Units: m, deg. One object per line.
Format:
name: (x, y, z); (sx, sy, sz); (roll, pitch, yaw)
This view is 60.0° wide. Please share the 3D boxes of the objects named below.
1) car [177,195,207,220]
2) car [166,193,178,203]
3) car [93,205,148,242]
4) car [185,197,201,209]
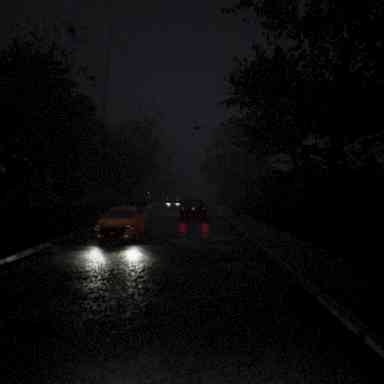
car: (0.104, 1.258, 26.785); (2.097, 1.767, 4.553); (0, 0, 0)
car: (-3.290, 1.035, 58.421); (2.097, 1.767, 4.553); (0, 0, 1)
car: (-3.347, 1.447, 16.354); (1.882, 1.535, 5.008); (0, 0, 0)
car: (0.107, 1.353, 43.444); (1.994, 1.385, 4.181); (0, 0, 0)
